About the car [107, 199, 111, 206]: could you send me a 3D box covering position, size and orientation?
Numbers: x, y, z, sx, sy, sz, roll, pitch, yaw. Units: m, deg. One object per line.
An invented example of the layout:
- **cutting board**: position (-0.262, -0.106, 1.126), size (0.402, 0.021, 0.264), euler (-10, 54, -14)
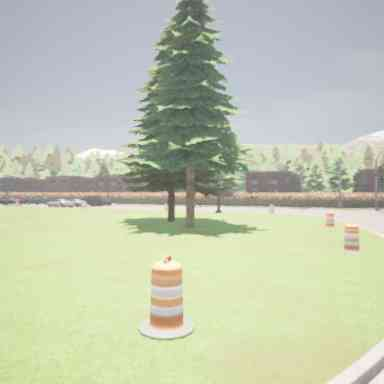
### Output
- **car**: position (-18.241, 1.997, 65.798), size (4.902, 1.511, 2.128), euler (0, -1, 23)

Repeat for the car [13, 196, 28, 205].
- **car**: position (-35.181, 1.844, 65.243), size (4.718, 1.301, 1.895), euler (0, -1, 23)

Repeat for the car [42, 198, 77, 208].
- **car**: position (-22.336, 1.923, 56.131), size (4.674, 1.442, 1.812), euler (0, 0, 23)

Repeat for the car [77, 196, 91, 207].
- **car**: position (-20.998, 1.959, 59.364), size (4.674, 1.442, 1.812), euler (0, 0, 23)

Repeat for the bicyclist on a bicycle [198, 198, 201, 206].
- **bicyclist on a bicycle**: position (1.446, 1.868, 62.034), size (0.582, 1.620, 1.656), euler (0, 0, 23)

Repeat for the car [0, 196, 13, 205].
- **car**: position (-36.465, 1.569, 61.989), size (4.553, 1.767, 2.097), euler (0, -1, 23)

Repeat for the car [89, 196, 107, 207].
- **car**: position (-19.326, 1.685, 62.460), size (5.566, 2.045, 2.150), euler (0, 0, 23)

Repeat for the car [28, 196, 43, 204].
- **car**: position (-33.784, 1.640, 68.455), size (4.553, 1.767, 2.097), euler (0, -1, 23)

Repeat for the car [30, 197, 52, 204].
- **car**: position (-32.472, 1.873, 71.698), size (4.181, 1.385, 1.994), euler (0, -1, 23)
